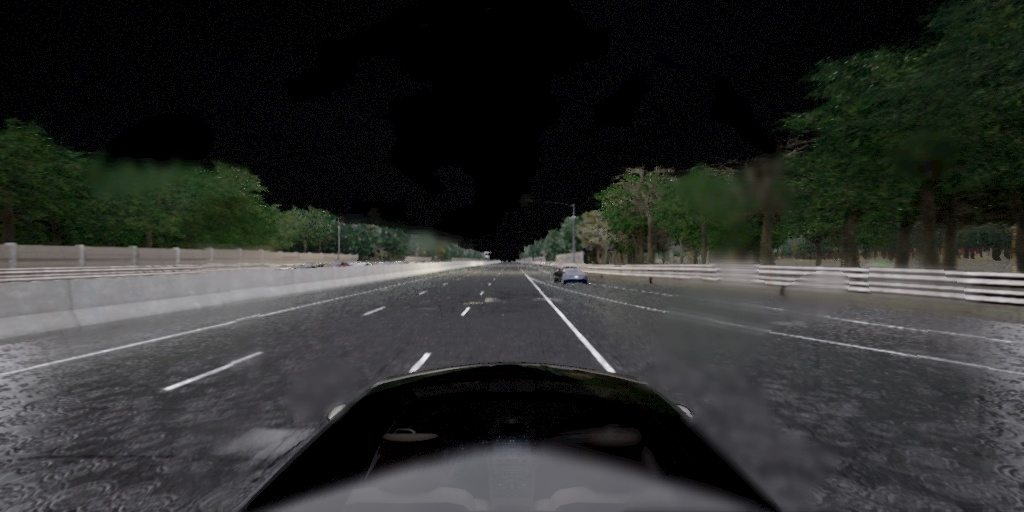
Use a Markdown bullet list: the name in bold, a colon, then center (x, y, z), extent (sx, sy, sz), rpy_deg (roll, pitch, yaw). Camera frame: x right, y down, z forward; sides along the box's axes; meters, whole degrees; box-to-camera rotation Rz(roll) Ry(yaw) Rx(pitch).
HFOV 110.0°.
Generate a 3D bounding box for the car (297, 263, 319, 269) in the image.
- **car**: center (-28.049, 1.668, 50.209), extent (2.128, 1.511, 4.902), rpy_deg (0, 0, 0)

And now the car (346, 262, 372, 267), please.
- **car**: center (-21.052, 1.707, 50.662), extent (1.812, 1.442, 4.674), rpy_deg (0, 0, 0)

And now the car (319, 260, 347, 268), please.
- **car**: center (-24.552, 1.532, 50.494), extent (2.097, 1.767, 4.553), rpy_deg (0, -1, 0)

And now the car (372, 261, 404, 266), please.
- **car**: center (-17.553, 1.676, 51.101), extent (2.128, 1.511, 4.902), rpy_deg (0, 0, 1)

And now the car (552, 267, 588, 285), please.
- **car**: center (4.579, 1.548, 28.823), extent (1.994, 1.385, 4.181), rpy_deg (0, -1, -7)
